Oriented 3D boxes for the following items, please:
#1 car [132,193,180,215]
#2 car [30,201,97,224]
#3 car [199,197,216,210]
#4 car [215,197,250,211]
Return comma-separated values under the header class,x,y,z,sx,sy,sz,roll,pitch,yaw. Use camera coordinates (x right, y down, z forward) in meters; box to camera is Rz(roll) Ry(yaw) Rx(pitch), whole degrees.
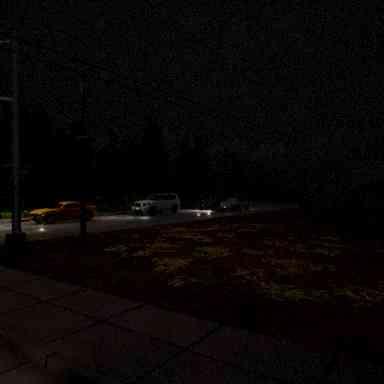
class,x,y,z,sx,sy,sz,roll,pitch,yaw
car,-3.464,1.174,33.270,2.150,2.045,5.566,0,0,36
car,-9.579,1.484,25.030,1.882,1.535,5.008,0,0,37
car,2.760,1.402,41.627,1.837,1.490,4.892,0,0,37
car,5.006,1.421,38.476,1.812,1.442,4.674,0,0,37
